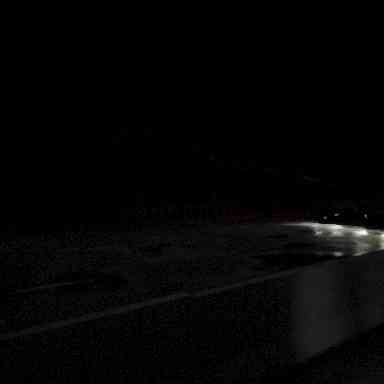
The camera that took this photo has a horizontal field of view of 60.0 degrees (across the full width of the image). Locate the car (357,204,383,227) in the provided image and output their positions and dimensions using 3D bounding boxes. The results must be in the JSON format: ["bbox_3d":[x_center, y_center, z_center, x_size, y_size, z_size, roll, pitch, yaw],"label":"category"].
[{"bbox_3d":[13.413,1.512,22.161,5.008,1.535,1.882,0,0,-35],"label":"car"}]

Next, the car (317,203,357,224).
[{"bbox_3d":[11.372,1.560,25.003,4.674,1.442,1.812,0,0,-35],"label":"car"}]
